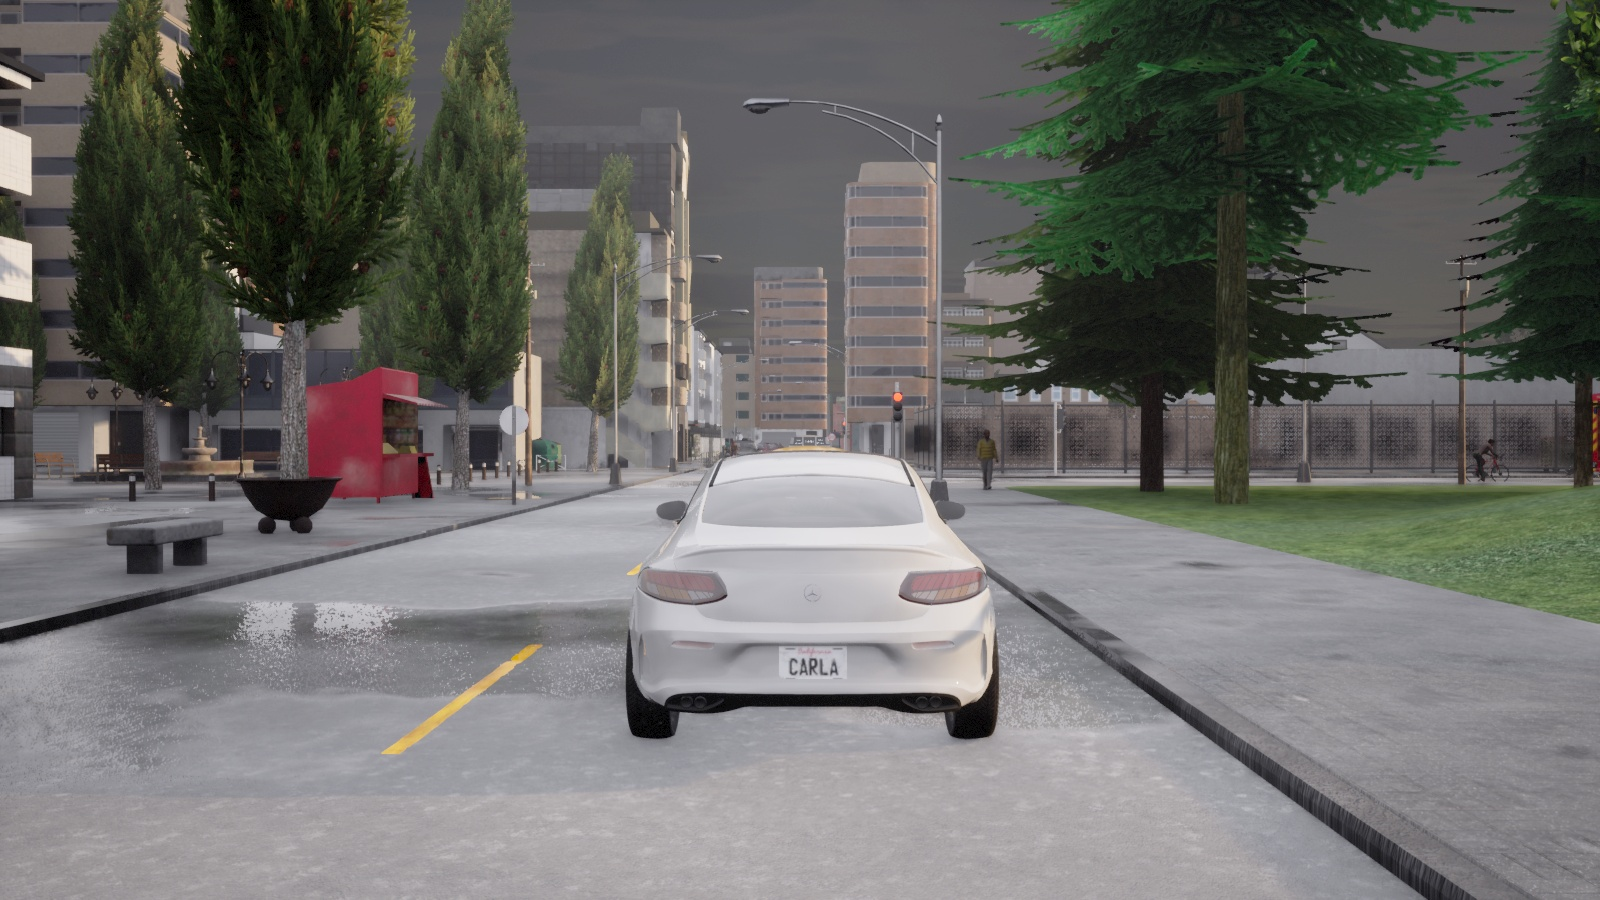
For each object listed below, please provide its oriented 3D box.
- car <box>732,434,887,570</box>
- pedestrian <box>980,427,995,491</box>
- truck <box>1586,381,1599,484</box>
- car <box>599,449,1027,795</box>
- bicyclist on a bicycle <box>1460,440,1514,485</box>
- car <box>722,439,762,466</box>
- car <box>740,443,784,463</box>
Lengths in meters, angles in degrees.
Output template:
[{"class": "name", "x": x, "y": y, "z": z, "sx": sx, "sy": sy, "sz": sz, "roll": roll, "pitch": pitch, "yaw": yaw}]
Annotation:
[{"class": "car", "x": 0.130, "y": 0.588, "z": 17.254, "sx": 1.801, "sy": 1.575, "sz": 5.366, "roll": 0, "pitch": 0, "yaw": 0}, {"class": "pedestrian", "x": 5.475, "y": 0.253, "z": 36.699, "sx": 0.370, "sy": 1.835, "sz": 0.726, "roll": 0, "pitch": 0, "yaw": 4}, {"class": "truck", "x": 34.180, "y": -0.653, "z": 46.429, "sx": 8.468, "sy": 3.827, "sz": 2.891, "roll": 0, "pitch": 0, "yaw": -1}, {"class": "car", "x": 0.067, "y": 0.729, "z": 7.659, "sx": 1.812, "sy": 1.442, "sz": 4.674, "roll": 0, "pitch": 0, "yaw": 0}, {"class": "bicyclist on a bicycle", "x": 25.440, "y": 0.457, "z": 46.501, "sx": 1.656, "sy": 1.620, "sz": 0.582, "roll": 0, "pitch": 0, "yaw": 0}, {"class": "car", "x": -3.556, "y": 0.147, "z": 78.074, "sx": 2.242, "sy": 1.667, "sz": 4.611, "roll": 0, "pitch": 0, "yaw": 0}, {"class": "car", "x": -2.832, "y": 0.228, "z": 93.910, "sx": 1.845, "sy": 1.501, "sz": 3.633, "roll": 0, "pitch": 0, "yaw": 26}]
